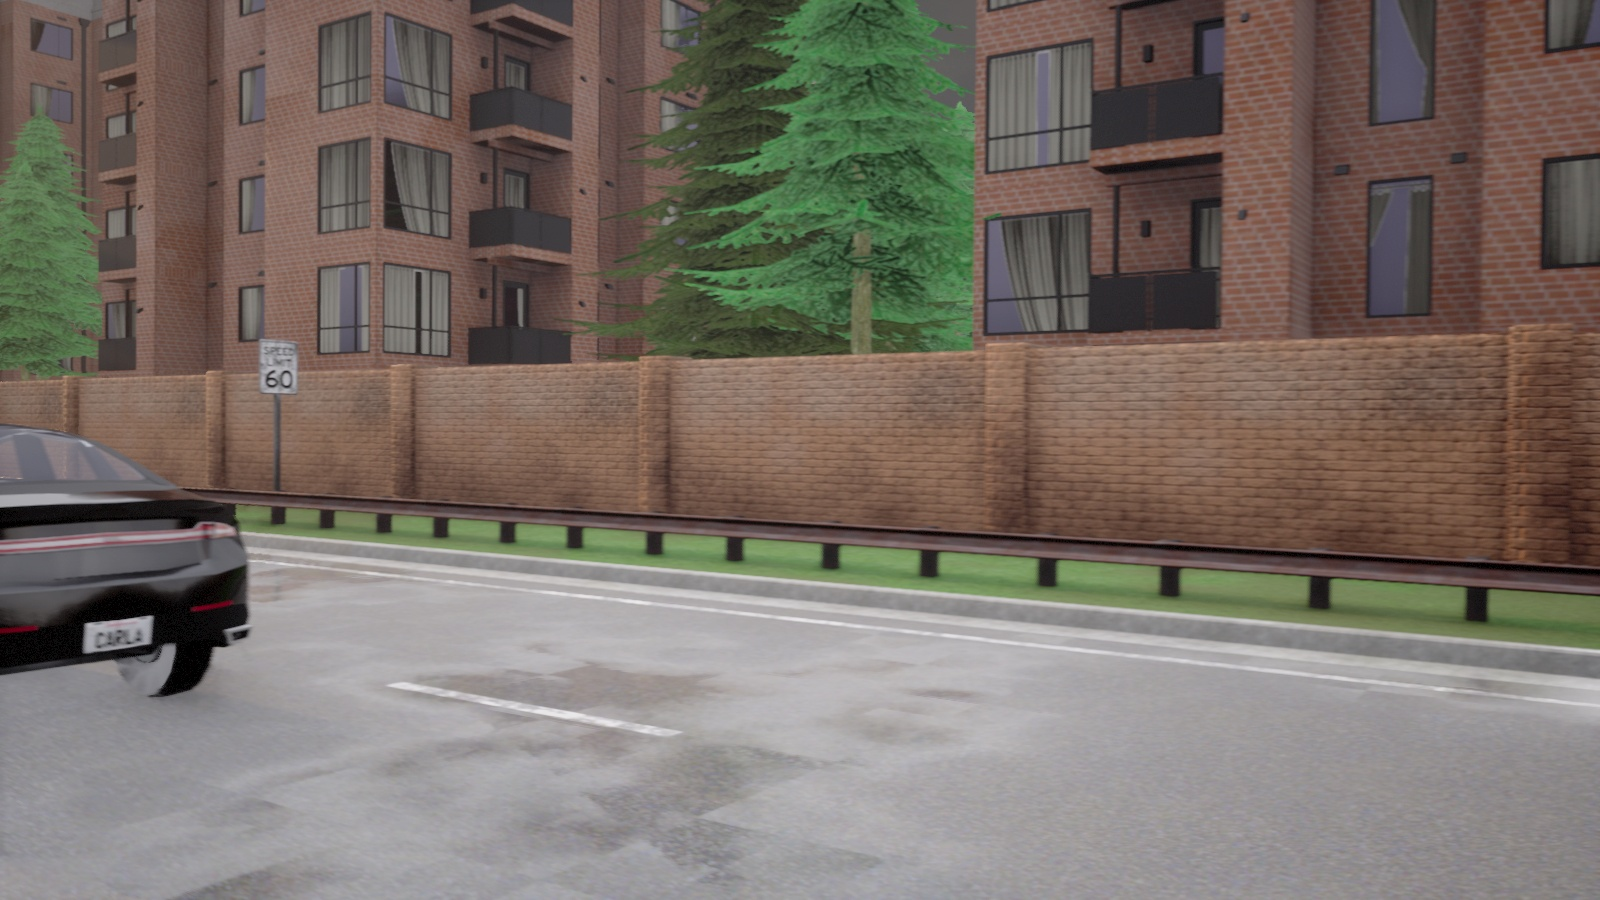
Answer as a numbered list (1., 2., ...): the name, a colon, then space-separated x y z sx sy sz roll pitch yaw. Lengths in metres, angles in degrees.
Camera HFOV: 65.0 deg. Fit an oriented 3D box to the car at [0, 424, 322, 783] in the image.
1. car: -5.143 0.638 7.040 4.902 1.511 2.128 0 1 34
